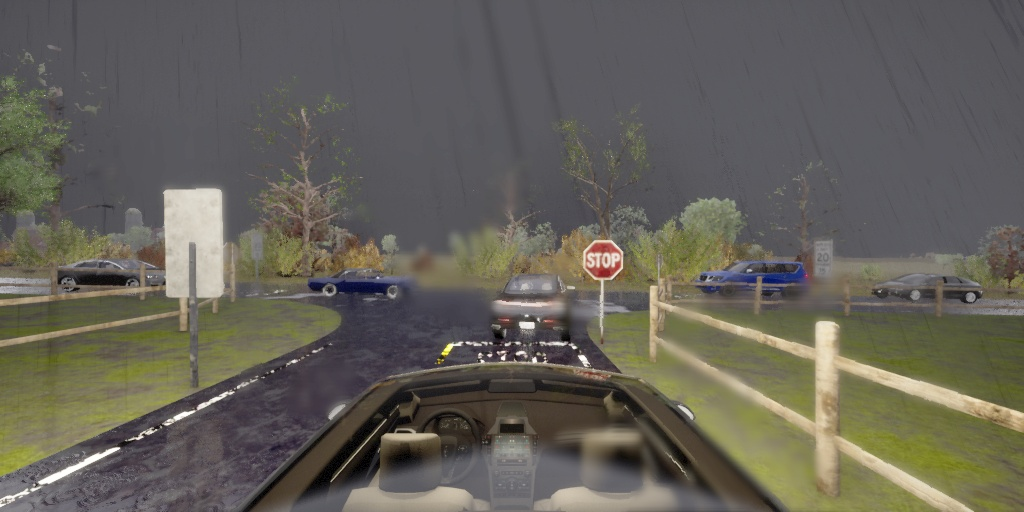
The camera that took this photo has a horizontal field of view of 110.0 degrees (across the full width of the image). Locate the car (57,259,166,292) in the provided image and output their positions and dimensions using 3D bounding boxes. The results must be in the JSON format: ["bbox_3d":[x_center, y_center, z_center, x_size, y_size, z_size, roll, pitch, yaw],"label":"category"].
[{"bbox_3d":[-18.486,0.886,16.966,4.902,1.511,2.128,1,1,0],"label":"car"}]

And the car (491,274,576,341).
[{"bbox_3d":[0.709,1.240,9.914,2.128,1.511,4.902,0,0,9],"label":"car"}]

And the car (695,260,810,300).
[{"bbox_3d":[13.252,1.261,19.865,5.566,2.045,2.150,1,1,0],"label":"car"}]

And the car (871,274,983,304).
[{"bbox_3d":[22.871,1.749,19.855,4.892,1.490,1.837,1,1,0],"label":"car"}]

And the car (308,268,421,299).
[{"bbox_3d":[-6.818,1.249,16.947,4.718,1.301,1.895,1,1,0],"label":"car"}]
